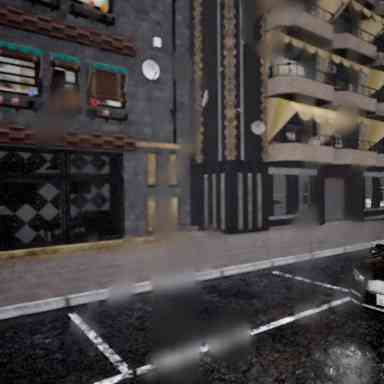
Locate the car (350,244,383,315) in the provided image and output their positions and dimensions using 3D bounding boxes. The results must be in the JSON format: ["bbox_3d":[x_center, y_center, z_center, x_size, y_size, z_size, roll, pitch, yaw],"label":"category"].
[{"bbox_3d":[5.128,1.485,6.731,4.902,1.511,2.128,0,0,-35],"label":"car"}]
